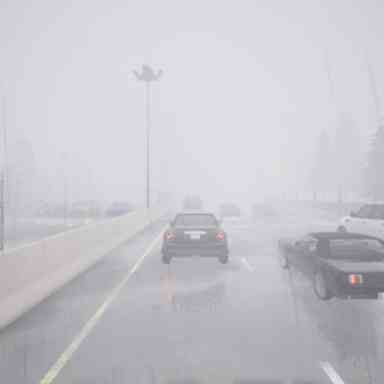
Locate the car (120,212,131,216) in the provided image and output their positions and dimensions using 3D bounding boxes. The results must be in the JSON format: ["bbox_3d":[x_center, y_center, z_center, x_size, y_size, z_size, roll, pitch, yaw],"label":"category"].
[{"bbox_3d":[-7.093,1.687,32.817,1.882,1.535,5.008,0,0,0],"label":"car"}]

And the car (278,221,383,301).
[{"bbox_3d":[3.601,1.655,8.395,1.895,1.301,4.718,0,0,0],"label":"car"}]

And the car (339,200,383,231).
[{"bbox_3d":[7.100,1.297,11.598,2.150,2.045,5.566,0,0,0],"label":"car"}]

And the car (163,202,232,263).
[{"bbox_3d":[0.100,1.431,12.501,2.097,1.767,4.553,0,0,0],"label":"car"}]

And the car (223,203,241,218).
[{"bbox_3d":[3.600,1.755,32.592,2.033,1.411,5.357,0,0,0],"label":"car"}]

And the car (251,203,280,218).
[{"bbox_3d":[7.099,1.755,32.585,2.033,1.411,5.357,0,0,0],"label":"car"}]

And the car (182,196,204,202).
[{"bbox_3d":[0.098,1.459,37.084,2.150,2.045,5.566,0,0,0],"label":"car"}]
